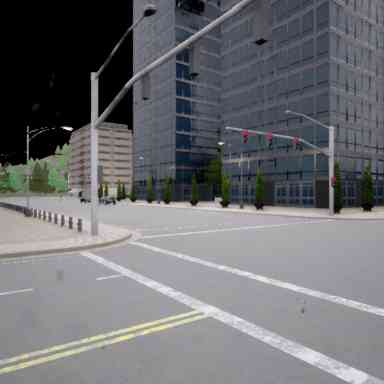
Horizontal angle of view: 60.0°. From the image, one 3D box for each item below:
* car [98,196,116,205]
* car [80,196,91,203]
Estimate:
[{"bbox_3d":[-14.661,1.449,57.188,1.837,1.490,4.892,0,0,-35],"label":"car"},{"bbox_3d":[-20.626,1.492,65.703,2.033,1.411,5.357,0,0,-33],"label":"car"}]
